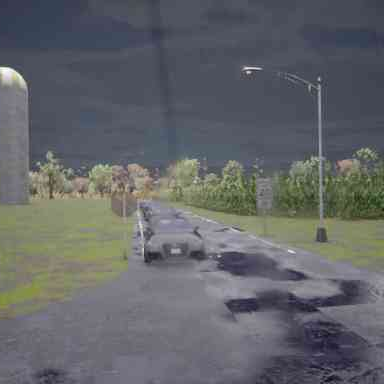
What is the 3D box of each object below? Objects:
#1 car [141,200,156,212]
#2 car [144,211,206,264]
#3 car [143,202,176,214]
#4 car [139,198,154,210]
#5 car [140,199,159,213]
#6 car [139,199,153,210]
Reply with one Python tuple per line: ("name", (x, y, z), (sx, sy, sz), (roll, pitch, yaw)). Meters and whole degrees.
("car", (-3.168, 1.695, 28.882), (1.994, 1.385, 4.181), (-1, 0, -10))
("car", (-0.698, 1.629, 12.138), (1.994, 1.385, 4.181), (-1, 0, -6))
("car", (-1.737, 1.587, 20.471), (2.128, 1.511, 4.902), (-1, 0, -9))
("car", (-6.609, 1.693, 48.172), (1.882, 1.535, 5.008), (-1, 0, -10))
("car", (-5.497, 1.680, 42.084), (2.128, 1.511, 4.902), (-1, 0, -10))
("car", (-4.357, 1.708, 35.729), (2.033, 1.411, 5.357), (-1, 0, -10))
